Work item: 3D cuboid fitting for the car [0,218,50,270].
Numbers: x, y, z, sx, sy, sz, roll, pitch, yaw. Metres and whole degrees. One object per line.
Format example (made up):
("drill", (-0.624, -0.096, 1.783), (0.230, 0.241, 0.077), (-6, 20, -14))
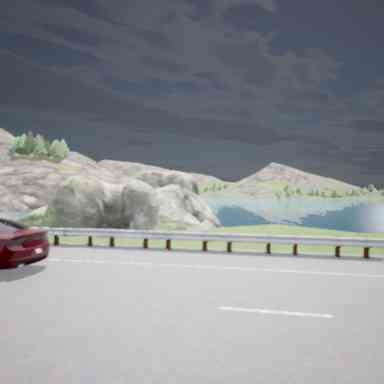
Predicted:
("car", (-6.646, 1.441, 9.532), (5.008, 1.535, 1.882), (0, 0, 9))
